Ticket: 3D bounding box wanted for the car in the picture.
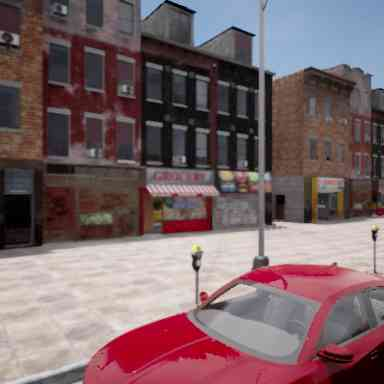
[{"bbox_3d":[1.126,1.544,3.609,4.507,1.381,1.887,0,0,-35],"label":"car"}]
